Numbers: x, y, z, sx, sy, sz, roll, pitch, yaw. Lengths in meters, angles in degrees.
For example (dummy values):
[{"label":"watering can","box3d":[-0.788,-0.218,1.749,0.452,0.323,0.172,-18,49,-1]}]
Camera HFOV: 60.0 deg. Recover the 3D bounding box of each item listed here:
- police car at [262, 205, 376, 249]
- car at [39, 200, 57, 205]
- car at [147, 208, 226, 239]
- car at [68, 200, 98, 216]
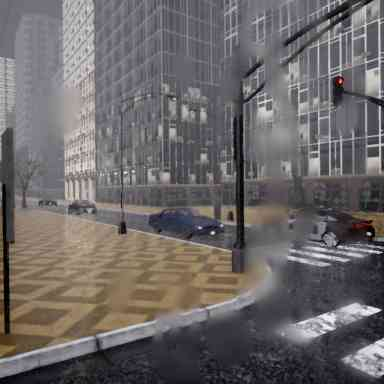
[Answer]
[{"label":"police car","box3d":[5.392,1.423,15.029,1.930,1.638,5.238,-1,0,-35]},{"label":"car","box3d":[-20.095,1.353,46.279,1.994,1.385,4.181,-1,0,-35]},{"label":"car","box3d":[-0.524,1.588,18.192,2.033,1.411,5.357,-1,0,-35]},{"label":"car","box3d":[-10.916,1.555,33.025,2.128,1.511,4.902,-1,0,-35]}]
